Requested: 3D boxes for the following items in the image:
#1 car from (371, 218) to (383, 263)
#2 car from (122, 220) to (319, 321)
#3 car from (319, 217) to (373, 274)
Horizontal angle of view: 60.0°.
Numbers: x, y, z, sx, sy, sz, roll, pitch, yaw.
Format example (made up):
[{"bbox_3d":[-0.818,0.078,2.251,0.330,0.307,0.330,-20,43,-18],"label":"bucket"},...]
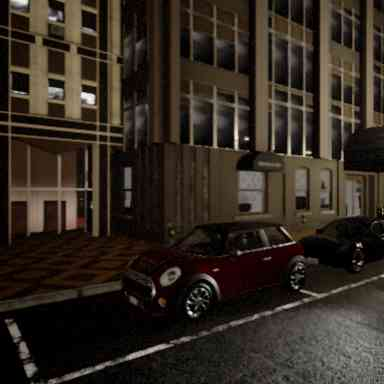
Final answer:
[{"bbox_3d":[6.792,1.413,8.229,4.902,1.511,2.128,-1,0,-36],"label":"car"},{"bbox_3d":[0.573,1.406,7.141,4.097,1.590,1.967,-1,1,-36],"label":"car"},{"bbox_3d":[5.098,1.488,10.373,4.313,1.339,1.947,-1,1,-36],"label":"car"}]
